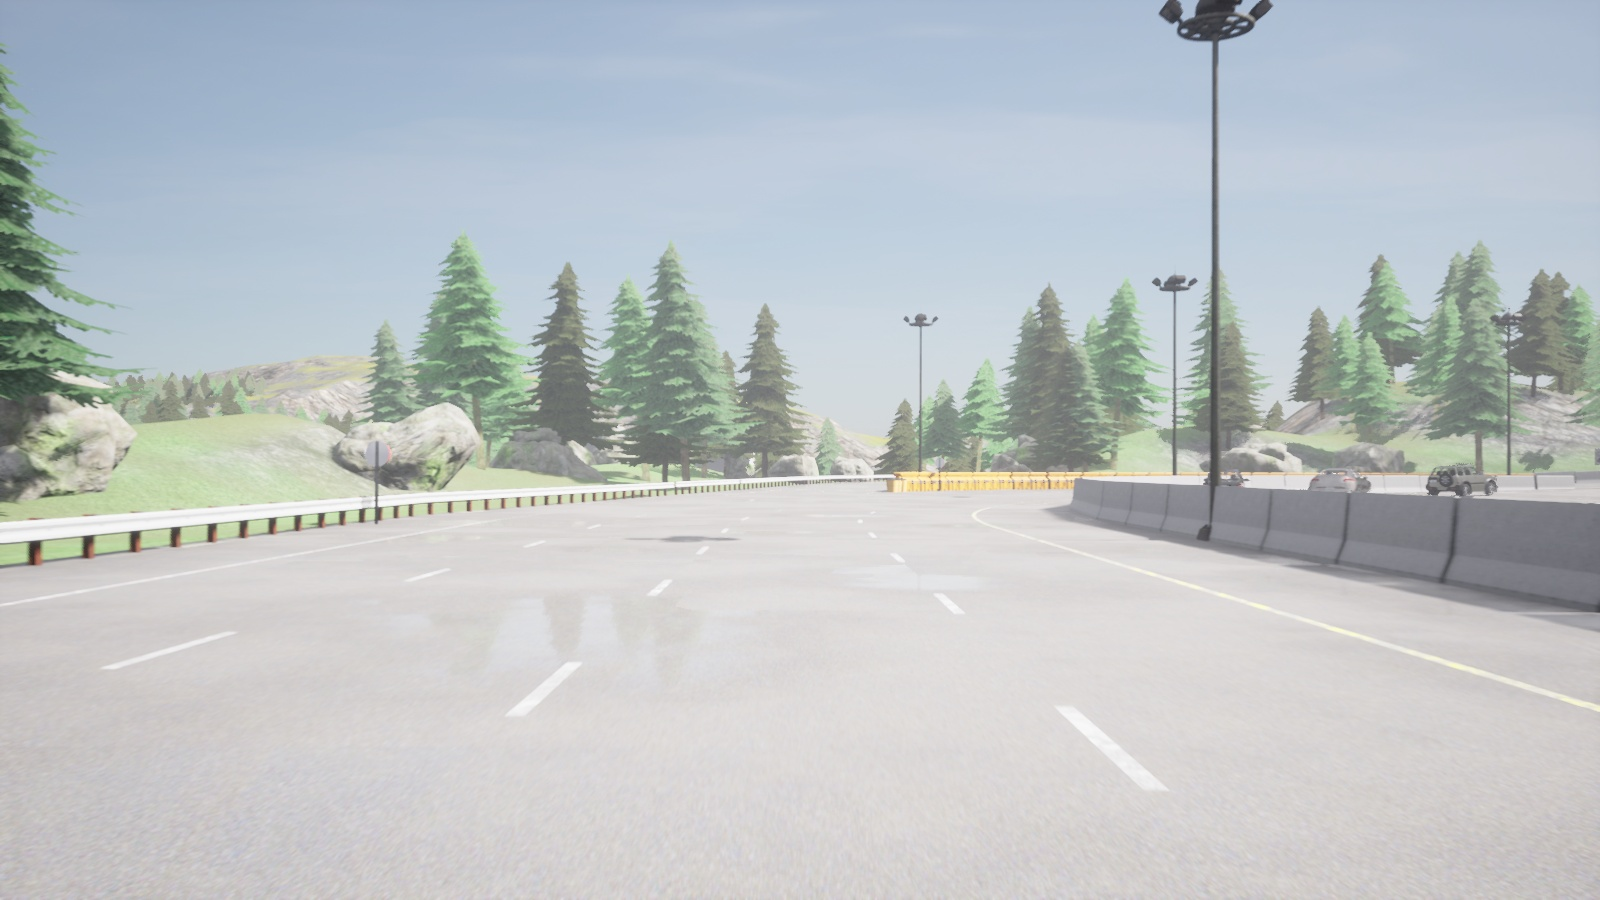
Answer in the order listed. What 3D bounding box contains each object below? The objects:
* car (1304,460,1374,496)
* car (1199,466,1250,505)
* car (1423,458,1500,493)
[{"bbox_3d":[25.466,1.298,59.204,2.152,1.651,5.027,-1,-1,33],"label":"car"},{"bbox_3d":[17.532,1.431,51.812,1.789,1.549,3.705,-1,-1,21],"label":"car"},{"bbox_3d":[37.397,1.416,70.986,4.605,1.855,1.932,-1,-1,-36],"label":"car"}]
